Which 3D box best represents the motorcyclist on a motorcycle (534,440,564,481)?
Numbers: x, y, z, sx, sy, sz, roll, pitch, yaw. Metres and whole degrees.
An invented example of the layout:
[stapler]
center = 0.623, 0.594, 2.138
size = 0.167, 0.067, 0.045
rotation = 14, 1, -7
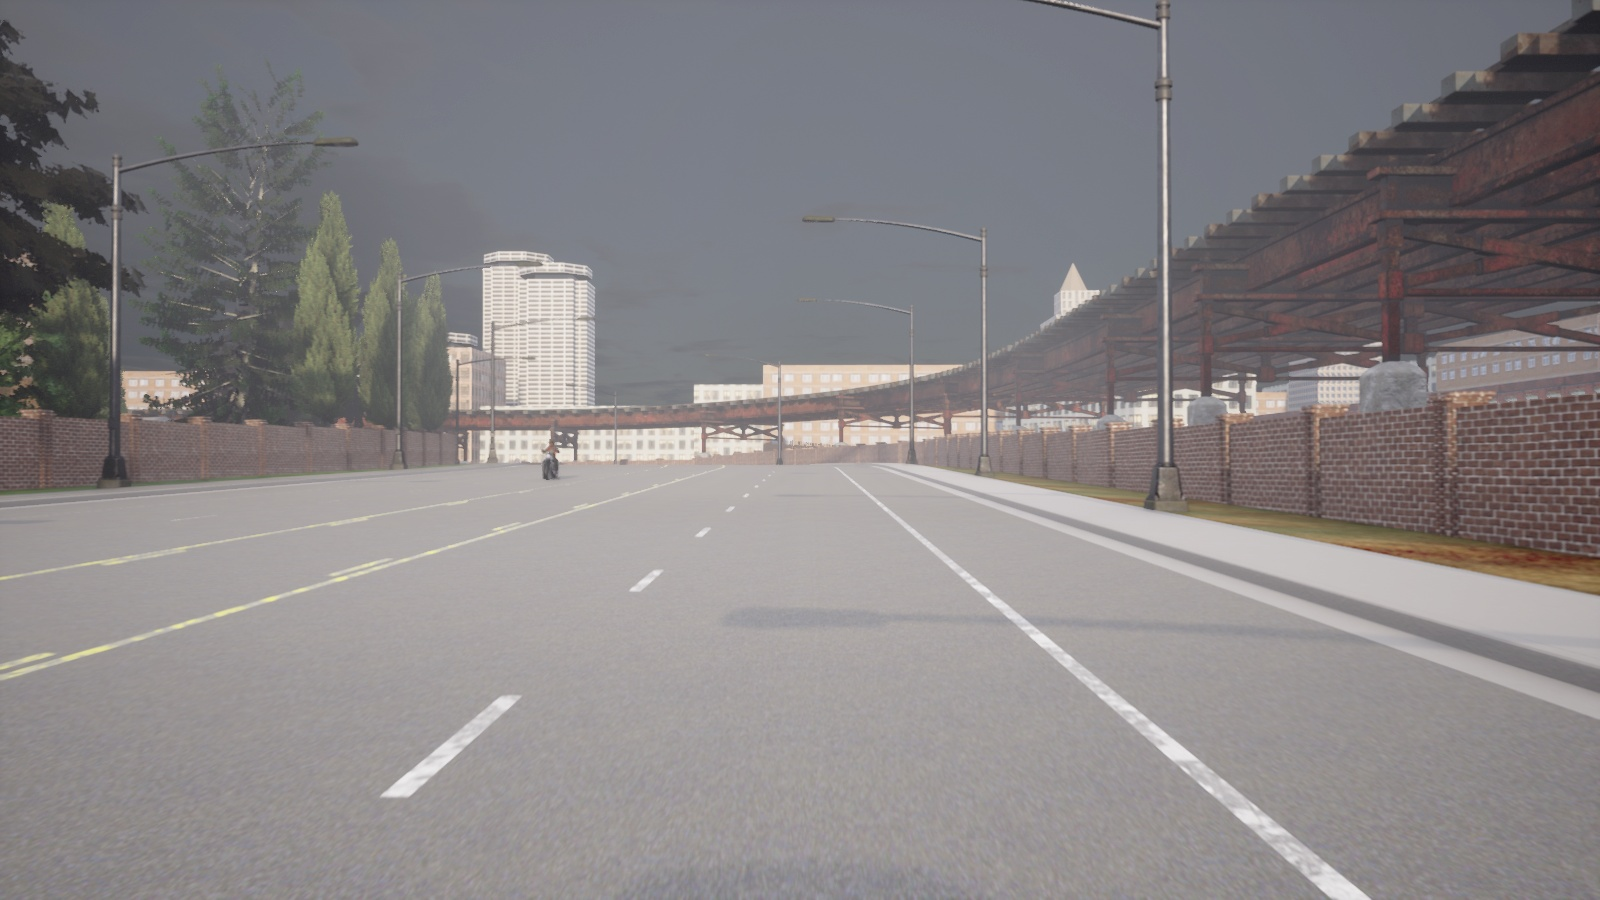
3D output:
[motorcyclist on a motorcycle]
center = -10.185, 0.412, 51.050
size = 0.766, 1.649, 2.350
rotation = 0, 0, 0
